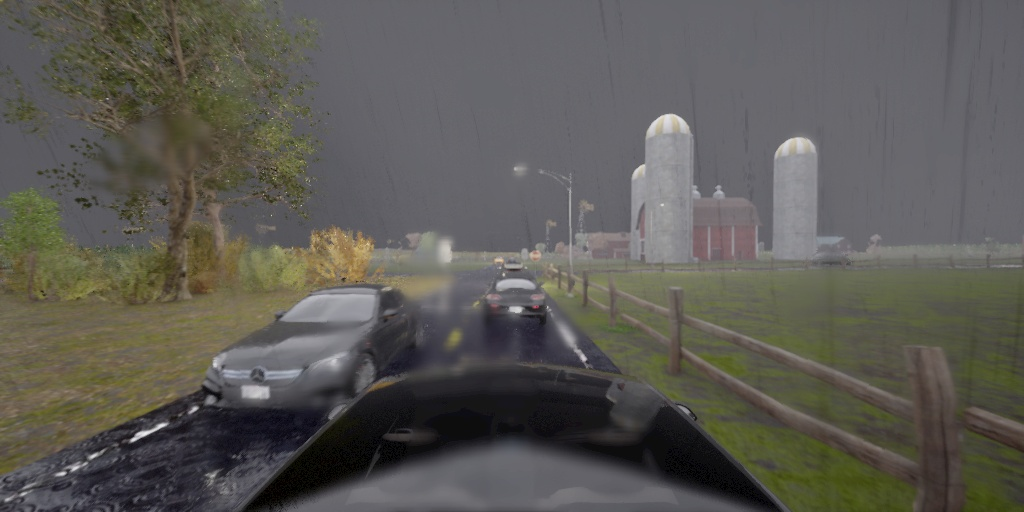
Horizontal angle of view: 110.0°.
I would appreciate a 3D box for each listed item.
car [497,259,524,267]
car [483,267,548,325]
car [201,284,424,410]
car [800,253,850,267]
[{"bbox_3d":[0.074,1.171,26.040,1.837,1.490,4.892,0,0,-1],"label":"car"},{"bbox_3d":[0.100,1.241,11.576,1.812,1.442,4.674,0,0,0],"label":"car"},{"bbox_3d":[-2.849,1.259,6.324,1.812,1.442,4.674,0,0,0],"label":"car"},{"bbox_3d":[36.672,0.406,42.106,4.553,1.767,2.097,-1,1,0],"label":"car"}]
